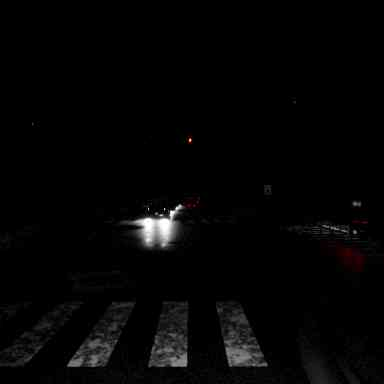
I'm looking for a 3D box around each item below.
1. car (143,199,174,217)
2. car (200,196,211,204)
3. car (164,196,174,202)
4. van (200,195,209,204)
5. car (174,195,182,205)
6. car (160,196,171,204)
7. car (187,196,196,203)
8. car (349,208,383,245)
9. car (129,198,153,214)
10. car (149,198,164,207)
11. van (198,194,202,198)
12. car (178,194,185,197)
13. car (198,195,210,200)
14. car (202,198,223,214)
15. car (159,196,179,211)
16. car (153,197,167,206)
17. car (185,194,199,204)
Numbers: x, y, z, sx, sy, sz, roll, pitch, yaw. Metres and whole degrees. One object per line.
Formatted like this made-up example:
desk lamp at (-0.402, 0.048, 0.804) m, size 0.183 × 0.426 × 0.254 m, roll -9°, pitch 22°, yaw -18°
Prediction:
car at (-3.119, 1.630, 31.989) m, size 1.895 × 1.301 × 4.718 m, roll 0°, pitch 0°, yaw 1°
car at (2.433, 1.635, 47.109) m, size 1.802 × 1.307 × 4.206 m, roll 0°, pitch 0°, yaw 0°
car at (-5.493, 1.683, 80.197) m, size 2.008 × 1.369 × 4.403 m, roll 0°, pitch 0°, yaw 0°
van at (2.499, 1.443, 69.152) m, size 1.690 × 1.788 × 3.998 m, roll 0°, pitch 0°, yaw 0°
car at (-3.036, 1.626, 51.929) m, size 1.994 × 1.385 × 4.181 m, roll 0°, pitch 0°, yaw 0°
car at (-5.526, 1.542, 69.176) m, size 1.967 × 1.590 × 4.097 m, roll 0°, pitch 0°, yaw 0°
car at (-0.116, 1.669, 74.015) m, size 1.994 × 1.385 × 4.181 m, roll 0°, pitch 0°, yaw 0°
car at (9.202, 1.444, 13.877) m, size 4.902 × 1.511 × 2.128 m, roll 0°, pitch 0°, yaw 0°
car at (-5.625, 1.475, 36.111) m, size 1.967 × 1.590 × 4.097 m, roll 0°, pitch 0°, yaw 0°
car at (-5.576, 1.645, 52.643) m, size 1.802 × 1.307 × 4.206 m, roll 0°, pitch 0°, yaw 0°
van at (2.466, 1.416, 58.130) m, size 1.690 × 1.788 × 3.998 m, roll 0°, pitch 0°, yaw 0°
car at (-2.962, 1.575, 62.009) m, size 2.128 × 1.511 × 4.902 m, roll 0°, pitch 0°, yaw 1°
car at (2.449, 1.629, 52.620) m, size 1.947 × 1.339 × 4.313 m, roll 0°, pitch 0°, yaw 0°
car at (2.399, 1.601, 36.086) m, size 1.947 × 1.339 × 4.313 m, roll 0°, pitch 0°, yaw 0°
car at (-3.066, 1.608, 41.944) m, size 1.994 × 1.385 × 4.181 m, roll 0°, pitch 0°, yaw 1°
car at (-5.559, 1.626, 58.154) m, size 2.008 × 1.369 × 4.403 m, roll 0°, pitch 0°, yaw 0°
car at (-0.051, 1.580, 63.859) m, size 2.128 × 1.511 × 4.902 m, roll 0°, pitch 0°, yaw 0°
